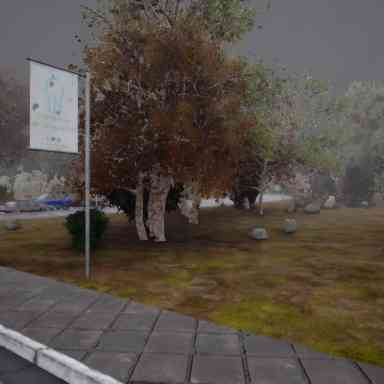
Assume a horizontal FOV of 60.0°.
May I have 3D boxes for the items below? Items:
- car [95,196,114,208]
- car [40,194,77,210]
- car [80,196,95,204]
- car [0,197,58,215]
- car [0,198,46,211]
[{"bbox_3d":[-11.033,1.312,47.945,2.097,1.767,4.553,0,0,37],"label":"car"},{"bbox_3d":[-17.130,1.212,40.145,2.150,2.045,5.566,0,0,39],"label":"car"},{"bbox_3d":[-14.844,1.319,48.739,2.097,1.767,4.553,0,0,38],"label":"car"},{"bbox_3d":[-17.094,1.545,34.204,2.033,1.411,5.357,0,0,39],"label":"car"},{"bbox_3d":[-20.830,1.498,41.122,1.837,1.490,4.892,0,0,38],"label":"car"}]
